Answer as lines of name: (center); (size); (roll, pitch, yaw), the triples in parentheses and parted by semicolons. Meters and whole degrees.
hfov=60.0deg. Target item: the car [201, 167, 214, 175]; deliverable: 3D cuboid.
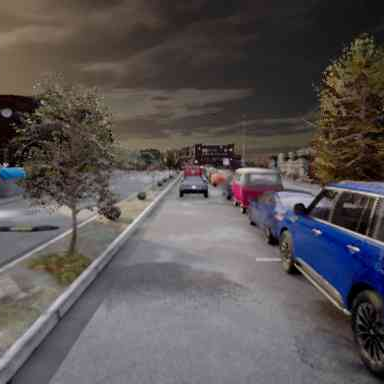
car: (3.026, -4.228, 65.609); (2.231, 1.521, 4.892); (0, 5, 0)

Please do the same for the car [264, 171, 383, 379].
car: (2.999, 0.830, 5.122); (2.435, 2.045, 5.566); (0, 5, 0)

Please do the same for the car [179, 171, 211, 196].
car: (0.113, -0.532, 23.916); (1.994, 1.385, 4.181); (0, 5, 0)

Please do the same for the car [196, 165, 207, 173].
car: (2.343, -5.679, 82.150); (2.185, 1.767, 4.553); (0, 5, -4)

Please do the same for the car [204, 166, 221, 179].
car: (3.025, -2.952, 49.197); (2.185, 1.767, 4.553); (0, 5, 0)

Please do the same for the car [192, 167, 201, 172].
car: (1.271, -6.404, 93.324); (2.002, 1.452, 4.674); (-1, 5, -6)

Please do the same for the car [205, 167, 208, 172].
car: (3.022, -2.313, 43.738); (2.002, 1.452, 4.674); (0, 5, 0)

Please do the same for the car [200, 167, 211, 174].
car: (2.917, -4.635, 71.141); (2.002, 1.452, 4.674); (0, 5, -1)

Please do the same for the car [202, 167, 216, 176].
car: (3.032, -3.766, 60.108); (2.231, 1.521, 4.892); (0, 5, 0)

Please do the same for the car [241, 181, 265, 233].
car: (3.002, 0.618, 10.614); (2.002, 1.452, 4.674); (0, 5, 0)

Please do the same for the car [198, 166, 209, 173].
car: (2.689, -5.116, 76.664); (2.097, 1.535, 5.008); (0, 5, -2)

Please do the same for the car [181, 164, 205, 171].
car: (0.122, -2.427, 41.627); (2.150, 2.045, 5.566); (0, 5, 0)

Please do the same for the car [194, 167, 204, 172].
car: (1.851, -5.978, 87.851); (2.163, 1.488, 4.792); (0, 5, -5)

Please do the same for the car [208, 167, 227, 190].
car: (3.015, -1.508, 32.569); (2.185, 1.767, 4.553); (0, 5, 0)

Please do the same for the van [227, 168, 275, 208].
van: (3.006, -0.156, 16.210); (1.878, 1.987, 4.442); (0, 5, 0)
